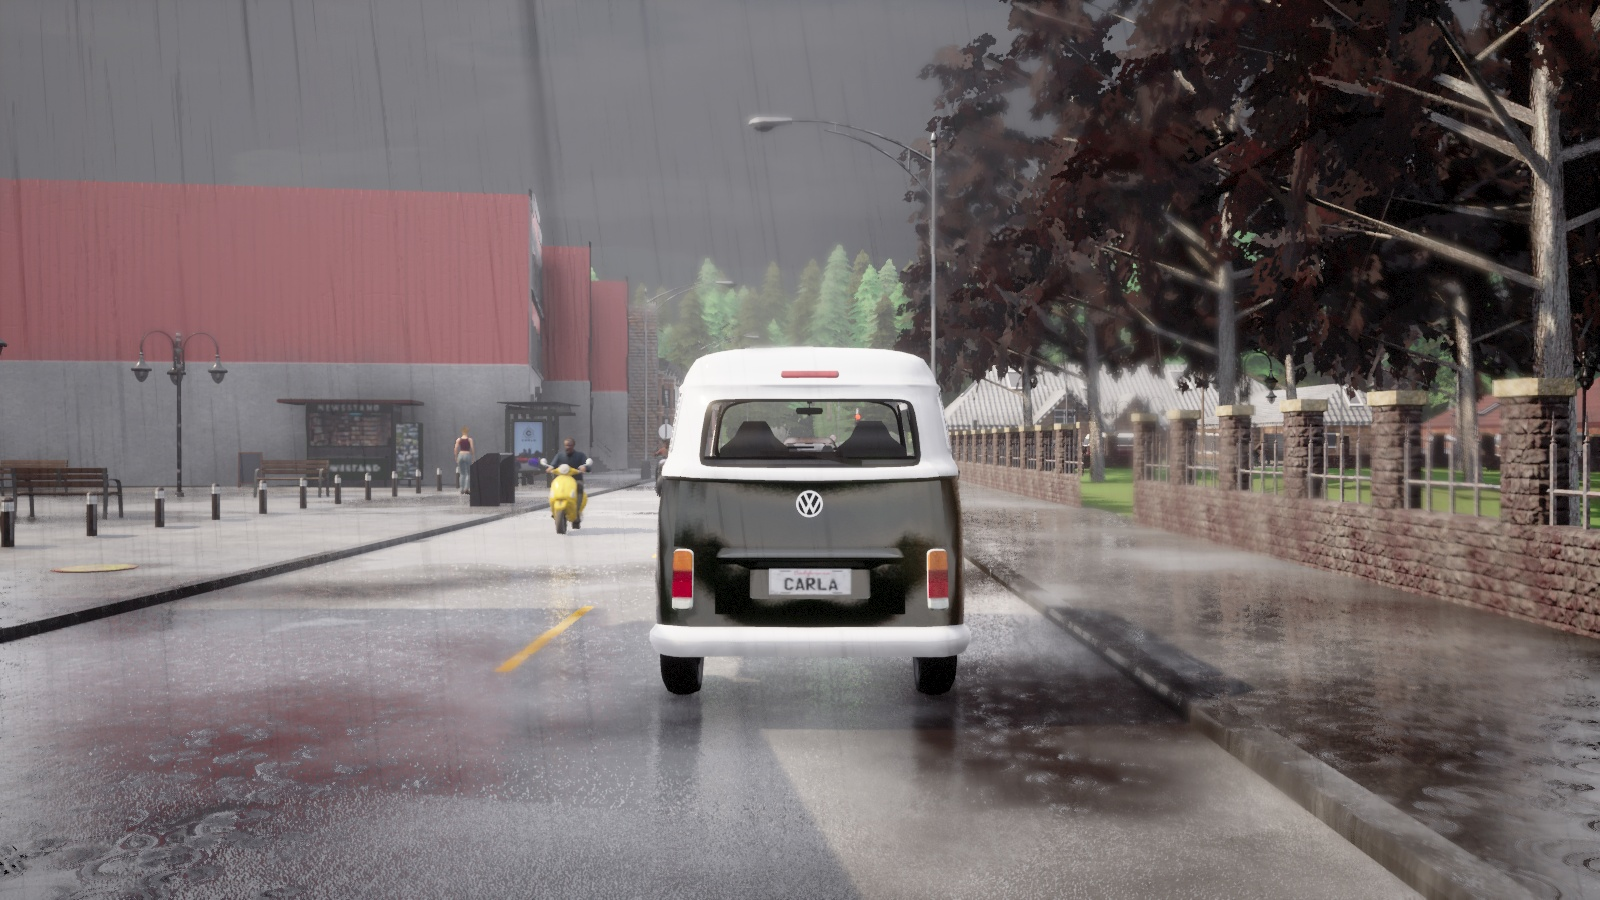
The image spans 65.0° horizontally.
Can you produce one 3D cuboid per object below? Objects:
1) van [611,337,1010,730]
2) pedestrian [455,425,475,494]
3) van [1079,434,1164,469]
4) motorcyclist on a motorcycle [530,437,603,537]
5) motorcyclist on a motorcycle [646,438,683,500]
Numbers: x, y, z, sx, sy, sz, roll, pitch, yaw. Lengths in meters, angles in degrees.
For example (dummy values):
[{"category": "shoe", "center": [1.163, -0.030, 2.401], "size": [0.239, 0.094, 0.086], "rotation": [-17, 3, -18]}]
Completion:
[{"category": "van", "center": [0.067, 0.420, 8.757], "size": [2.069, 2.038, 4.480], "rotation": [0, 0, 0]}, {"category": "pedestrian", "center": [-9.041, 0.254, 33.903], "size": [0.345, 1.836, 0.594], "rotation": [0, 0, 2]}, {"category": "van", "center": [18.773, 0.070, 73.468], "size": [4.480, 2.038, 2.069], "rotation": [0, 0, -1]}, {"category": "motorcyclist on a motorcycle", "center": [-3.853, 0.579, 20.891], "size": [0.866, 1.590, 1.817], "rotation": [0, 0, 0]}, {"category": "motorcyclist on a motorcycle", "center": [-3.751, 0.497, 34.948], "size": [0.766, 1.649, 2.350], "rotation": [0, 0, 0]}]
